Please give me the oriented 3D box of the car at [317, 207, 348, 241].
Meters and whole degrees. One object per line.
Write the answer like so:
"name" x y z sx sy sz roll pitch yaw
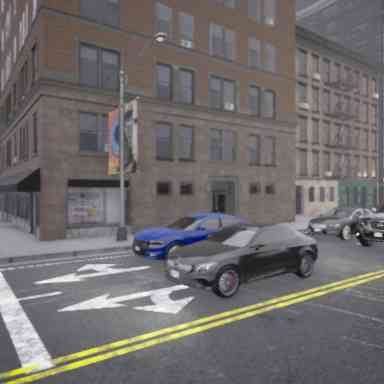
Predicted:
"car" 8.066 1.569 17.402 4.902 1.511 2.128 0 0 -35

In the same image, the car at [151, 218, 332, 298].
"car" 1.485 1.554 8.725 4.674 1.442 1.812 0 0 -37

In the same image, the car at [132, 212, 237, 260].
"car" 0.329 1.509 11.882 5.008 1.535 1.882 0 0 -35

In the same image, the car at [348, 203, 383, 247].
"car" 9.388 1.296 14.356 5.566 2.045 2.150 0 0 -36
